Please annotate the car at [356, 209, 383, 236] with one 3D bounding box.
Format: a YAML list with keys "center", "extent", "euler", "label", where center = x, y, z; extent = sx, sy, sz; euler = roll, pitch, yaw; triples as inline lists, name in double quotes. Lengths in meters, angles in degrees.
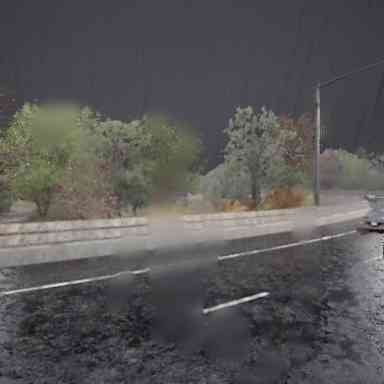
- center: [10.677, 1.623, 18.157]
  extent: [2.033, 1.411, 5.357]
  euler: [0, 0, 44]
  label: "car"

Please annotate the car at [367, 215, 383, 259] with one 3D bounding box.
- center: [7.597, 1.542, 10.345]
  extent: [4.902, 1.511, 2.128]
  euler: [0, 0, -42]
  label: "car"
